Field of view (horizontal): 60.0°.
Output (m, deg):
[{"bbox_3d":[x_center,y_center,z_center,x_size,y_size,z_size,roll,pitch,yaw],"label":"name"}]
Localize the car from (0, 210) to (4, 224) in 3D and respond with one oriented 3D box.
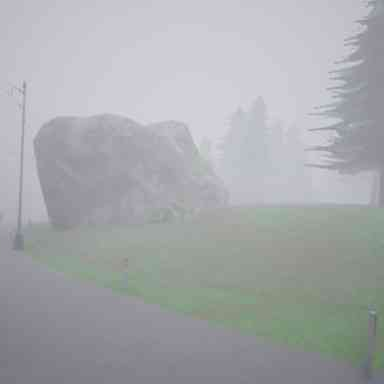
[{"bbox_3d":[-21.308,2.328,34.170,2.150,2.045,5.566,3,-4,-11],"label":"car"}]
